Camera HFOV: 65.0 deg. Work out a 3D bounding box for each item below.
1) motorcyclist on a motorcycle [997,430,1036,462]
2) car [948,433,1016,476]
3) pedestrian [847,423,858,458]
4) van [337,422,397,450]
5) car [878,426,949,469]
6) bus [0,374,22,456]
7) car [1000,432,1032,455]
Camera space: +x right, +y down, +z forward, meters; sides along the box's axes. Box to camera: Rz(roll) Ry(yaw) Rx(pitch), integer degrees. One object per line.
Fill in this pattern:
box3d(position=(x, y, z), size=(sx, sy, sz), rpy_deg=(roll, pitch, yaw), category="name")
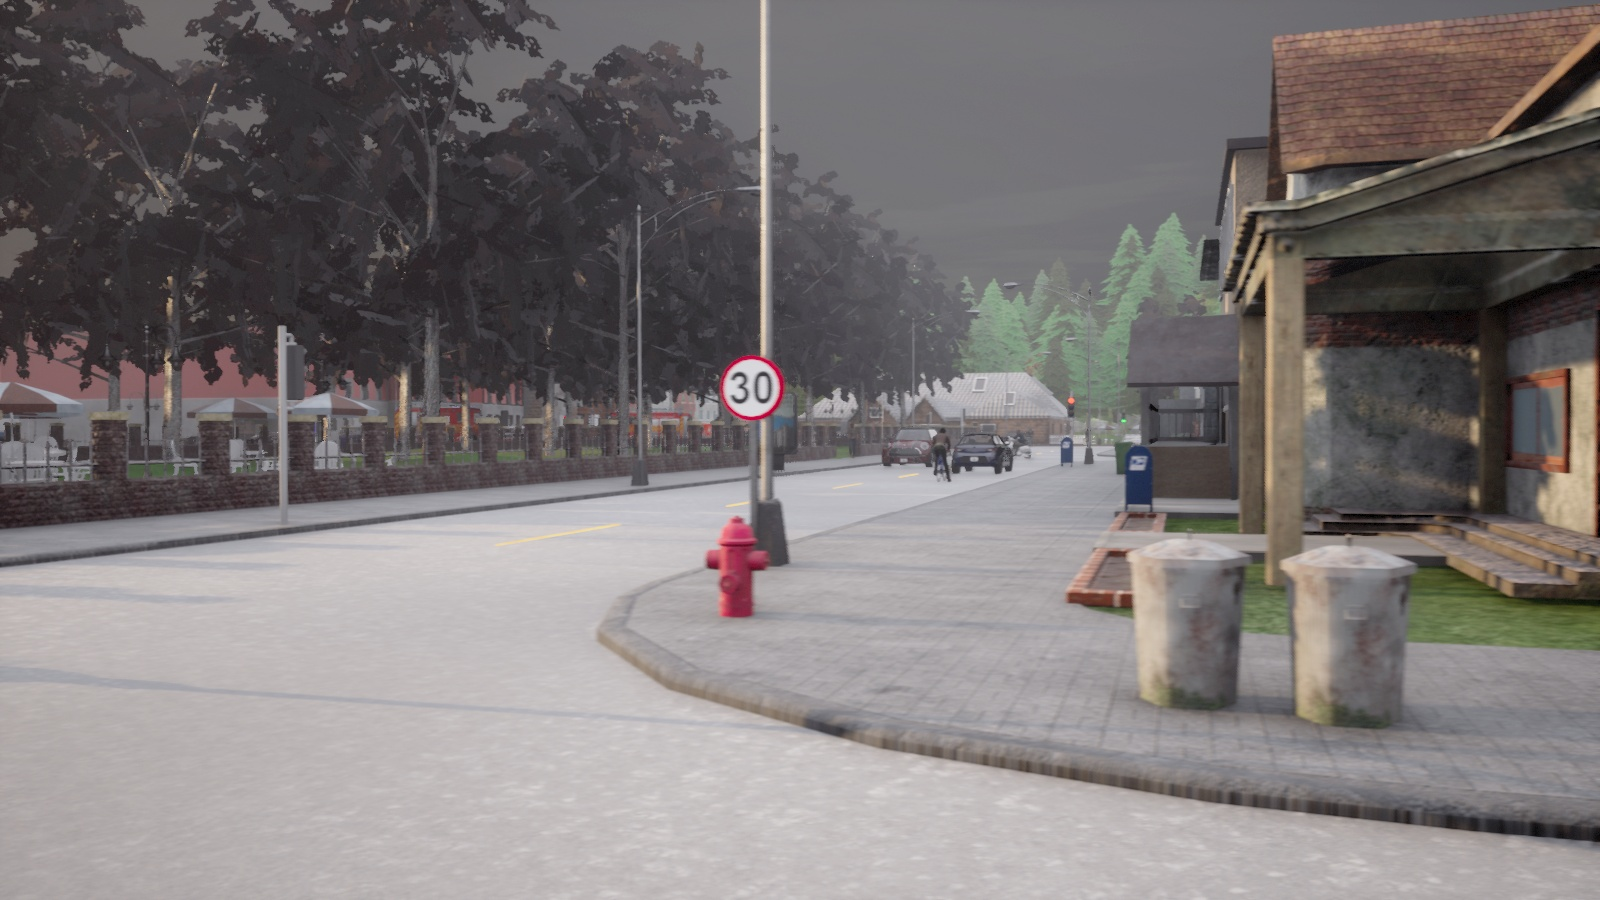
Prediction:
box3d(position=(11.329, -0.213, 65.778), size=(1.817, 1.590, 0.866), rpy_deg=(0, 3, -26), category="motorcyclist on a motorcycle")
box3d(position=(6.703, 0.139, 45.997), size=(1.816, 1.474, 4.193), rpy_deg=(1, 1, 17), category="car")
box3d(position=(2.707, -0.486, 64.811), size=(0.328, 1.805, 0.869), rpy_deg=(1, 1, 17), category="pedestrian")
box3d(position=(-31.178, -1.029, 90.511), size=(1.775, 1.987, 4.442), rpy_deg=(1, 1, 17), category="van")
box3d(position=(4.902, -0.149, 53.768), size=(2.097, 1.767, 4.553), rpy_deg=(1, 1, 17), category="car")
box3d(position=(-44.239, -1.763, 61.549), size=(3.944, 4.253, 10.273), rpy_deg=(1, 1, 17), category="bus")
box3d(position=(14.916, -0.466, 86.541), size=(1.816, 1.474, 4.193), rpy_deg=(1, 1, 15), category="car")
